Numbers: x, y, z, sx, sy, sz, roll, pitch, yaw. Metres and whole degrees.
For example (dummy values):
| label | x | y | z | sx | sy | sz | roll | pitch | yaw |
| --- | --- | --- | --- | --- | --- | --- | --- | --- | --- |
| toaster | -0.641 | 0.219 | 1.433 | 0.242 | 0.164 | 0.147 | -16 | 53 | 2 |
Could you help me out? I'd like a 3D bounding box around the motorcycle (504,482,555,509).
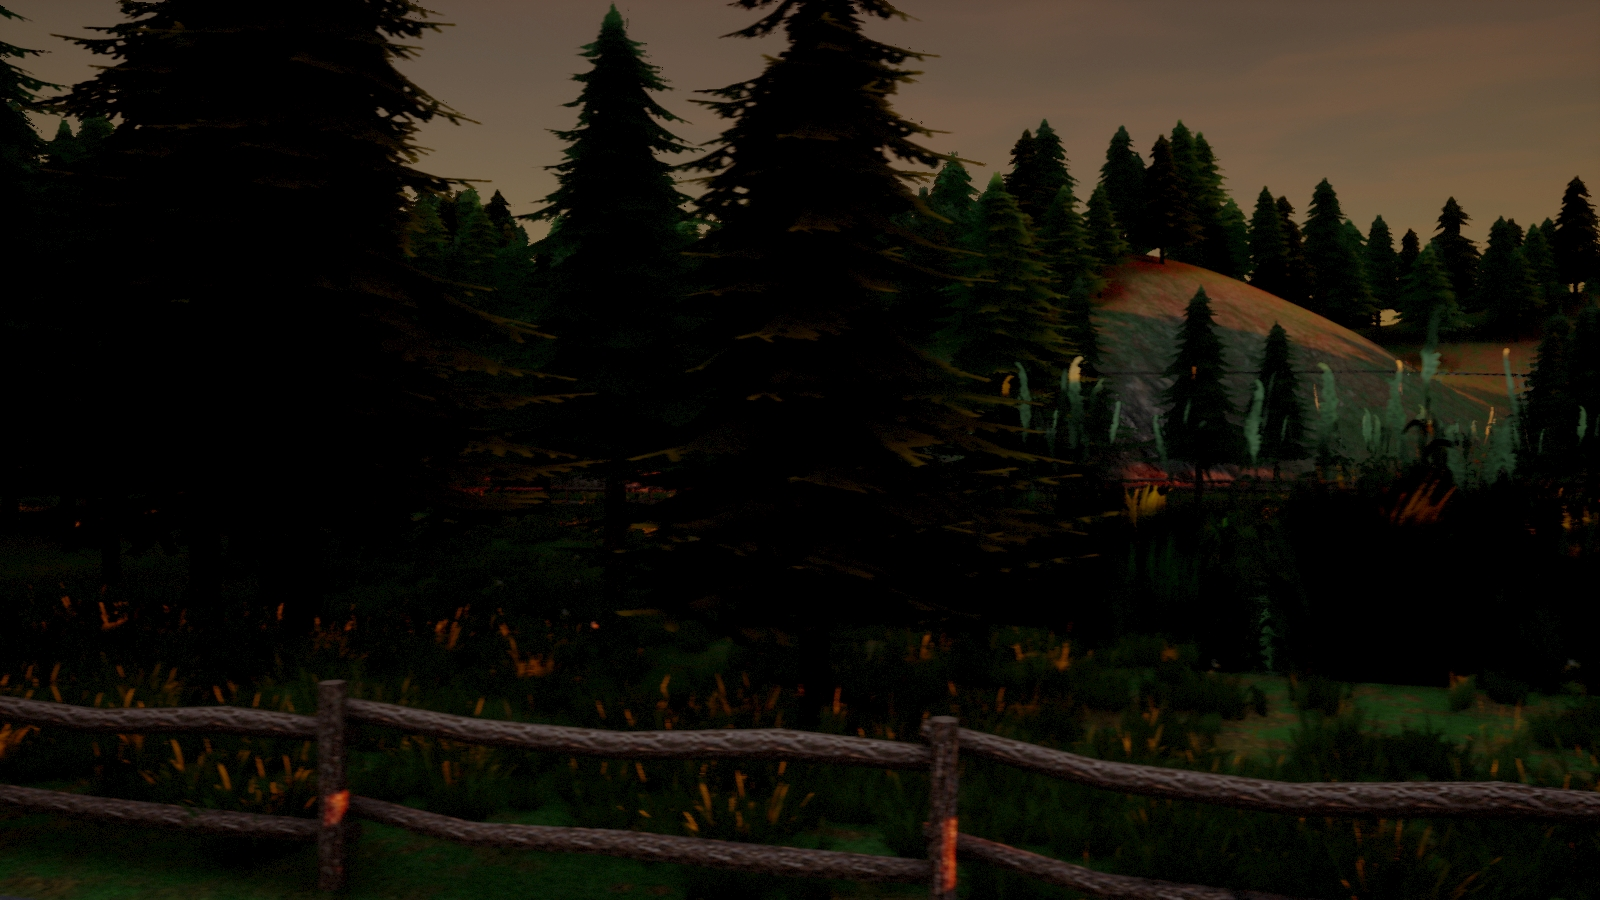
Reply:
| label | x | y | z | sx | sy | sz | roll | pitch | yaw |
| --- | --- | --- | --- | --- | --- | --- | --- | --- | --- |
| motorcycle | -12.973 | 2.155 | 54.765 | 2.209 | 1.251 | 0.867 | 0 | 0 | 12 |
